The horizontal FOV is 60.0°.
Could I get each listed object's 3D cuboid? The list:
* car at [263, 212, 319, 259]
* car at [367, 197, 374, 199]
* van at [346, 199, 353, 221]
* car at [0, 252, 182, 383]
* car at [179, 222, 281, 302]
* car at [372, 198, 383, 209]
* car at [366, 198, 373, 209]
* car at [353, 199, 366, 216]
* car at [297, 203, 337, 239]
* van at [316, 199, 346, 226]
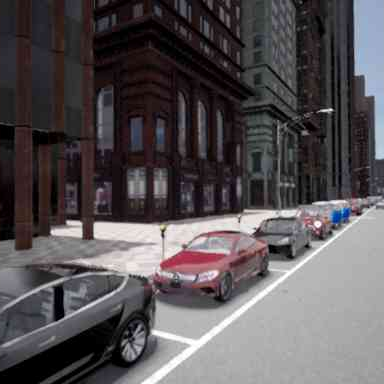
[{"bbox_3d":[3.608,1.708,13.464,1.947,1.339,4.313,-1,-1,31],"label":"car"},{"bbox_3d":[35.232,2.213,66.793,1.947,1.339,4.313,-1,-1,31],"label":"car"},{"bbox_3d":[12.231,1.614,28.012,1.690,1.788,3.998,-1,-1,31],"label":"van"},{"bbox_3d":[-2.142,1.625,3.768,1.947,1.339,4.313,-1,-1,31],"label":"car"},{"bbox_3d":[0.733,1.682,8.616,1.802,1.307,4.206,-1,-1,31],"label":"car"},{"bbox_3d":[30.161,2.091,52.820,1.895,1.301,4.718,-1,-1,31],"label":"car"},{"bbox_3d":[29.482,2.095,57.097,1.887,1.381,4.507,-1,-1,31],"label":"car"},{"bbox_3d":[17.980,1.677,37.708,2.192,1.841,5.009,-1,-1,31],"label":"car"},{"bbox_3d":[6.482,1.625,18.314,1.967,1.590,4.097,-1,-1,31],"label":"car"},{"bbox_3d":[9.356,1.570,23.164,1.690,1.788,3.998,-1,-1,31],"label":"van"}]
